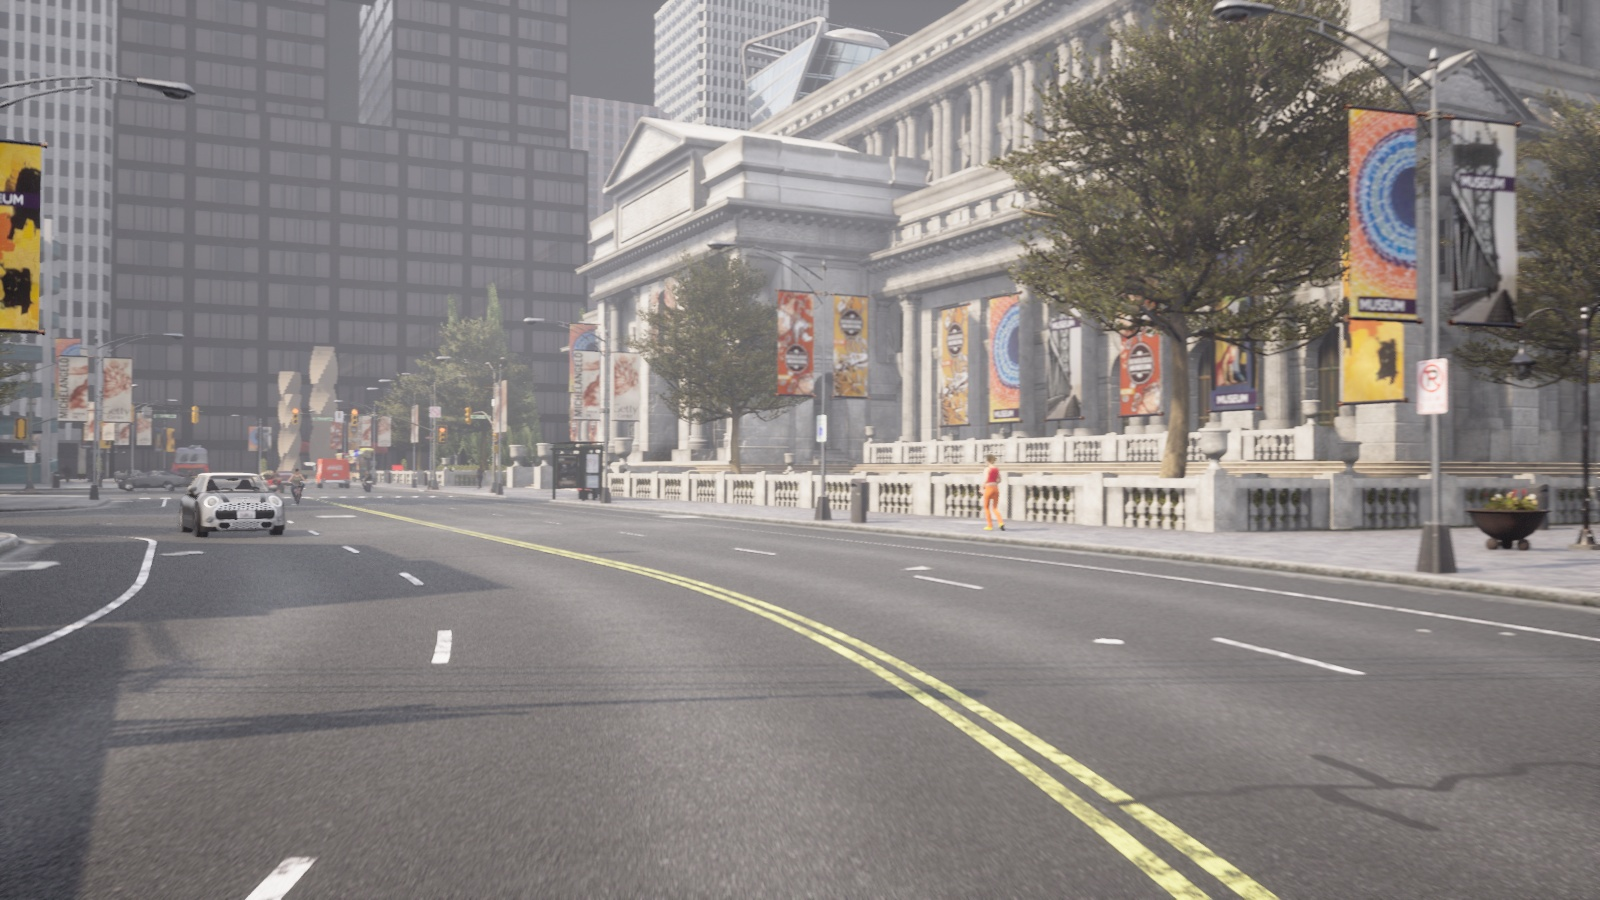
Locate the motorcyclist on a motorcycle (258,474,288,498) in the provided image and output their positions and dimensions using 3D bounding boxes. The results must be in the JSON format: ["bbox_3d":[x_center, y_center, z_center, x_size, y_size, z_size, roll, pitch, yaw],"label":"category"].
[{"bbox_3d":[-33.798,2.314,80.528,2.044,1.523,0.797,-1,0,37],"label":"motorcyclist on a motorcycle"}]

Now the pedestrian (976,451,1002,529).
[{"bbox_3d":[4.506,0.951,29.978,0.345,1.836,0.594,0,-1,-24],"label":"pedestrian"}]

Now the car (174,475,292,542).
[{"bbox_3d":[-13.593,1.350,29.999,1.970,1.475,3.806,0,-1,-33],"label":"car"}]

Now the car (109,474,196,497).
[{"bbox_3d":[-44.803,2.450,86.946,4.902,1.511,2.128,0,-1,1],"label":"car"}]
